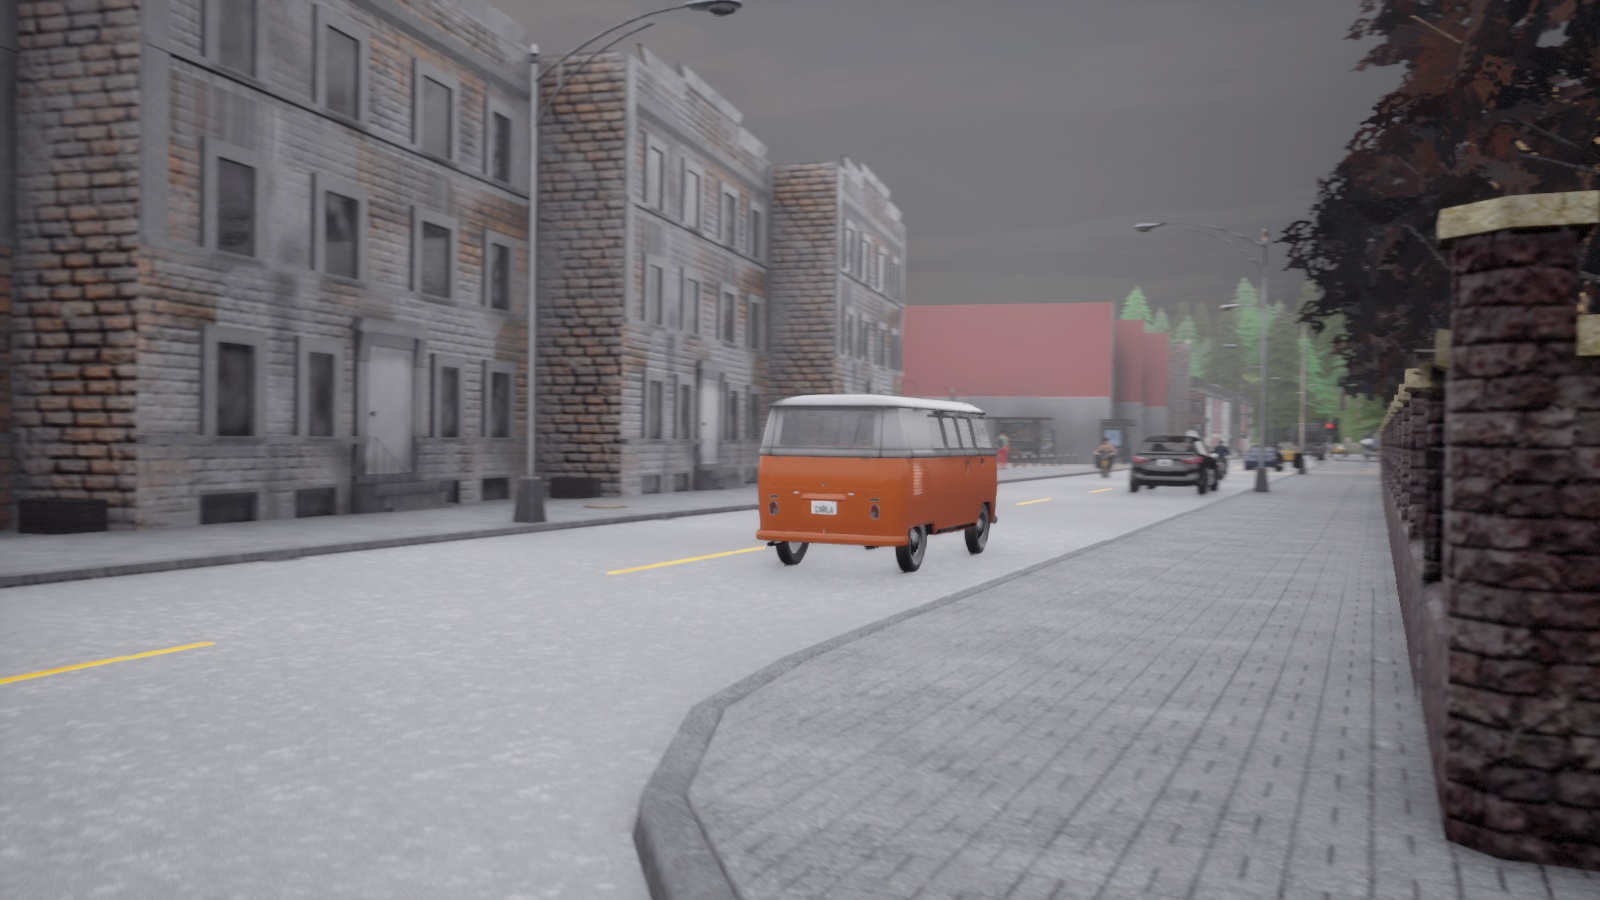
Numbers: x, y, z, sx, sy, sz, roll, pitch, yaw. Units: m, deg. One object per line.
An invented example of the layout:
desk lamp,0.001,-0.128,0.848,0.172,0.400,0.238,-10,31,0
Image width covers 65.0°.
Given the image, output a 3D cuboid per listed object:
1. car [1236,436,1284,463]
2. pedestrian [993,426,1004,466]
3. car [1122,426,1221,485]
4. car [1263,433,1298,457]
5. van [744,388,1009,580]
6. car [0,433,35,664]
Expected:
car,24.908,-0.046,67.954,2.033,1.411,5.357,0,1,24
pedestrian,9.171,-0.189,57.886,0.345,1.836,0.594,0,1,24
car,11.208,0.134,37.705,2.242,1.667,4.611,0,1,24
car,32.154,-0.358,83.969,1.801,1.575,5.366,0,1,25
van,1.113,0.325,15.379,1.775,1.987,4.442,0,1,24
car,-6.821,0.689,6.444,1.882,1.535,5.008,0,1,15
